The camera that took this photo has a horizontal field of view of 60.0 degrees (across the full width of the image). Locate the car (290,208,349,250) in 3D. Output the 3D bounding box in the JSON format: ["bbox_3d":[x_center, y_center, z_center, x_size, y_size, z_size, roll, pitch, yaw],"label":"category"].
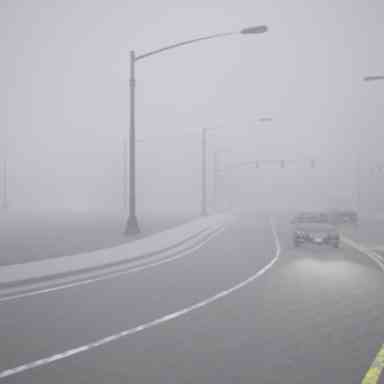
[{"bbox_3d":[5.767,1.729,15.897,2.128,1.511,4.902,0,-1,15],"label":"car"}]

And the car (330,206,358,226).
[{"bbox_3d":[12.033,1.874,27.147,1.882,1.535,5.008,0,-1,13],"label":"car"}]
